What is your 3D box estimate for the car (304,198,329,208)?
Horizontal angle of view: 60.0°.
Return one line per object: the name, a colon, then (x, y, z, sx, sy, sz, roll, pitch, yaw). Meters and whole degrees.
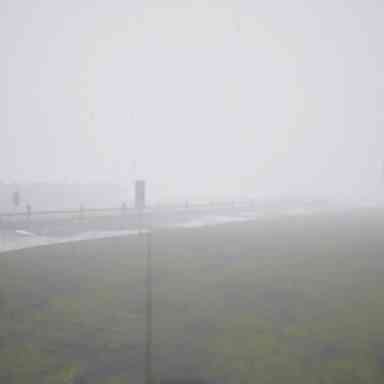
car: (18.060, 1.545, 48.232, 1.895, 1.301, 4.718, 1, 1, 44)
